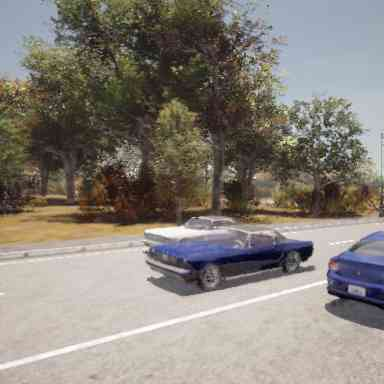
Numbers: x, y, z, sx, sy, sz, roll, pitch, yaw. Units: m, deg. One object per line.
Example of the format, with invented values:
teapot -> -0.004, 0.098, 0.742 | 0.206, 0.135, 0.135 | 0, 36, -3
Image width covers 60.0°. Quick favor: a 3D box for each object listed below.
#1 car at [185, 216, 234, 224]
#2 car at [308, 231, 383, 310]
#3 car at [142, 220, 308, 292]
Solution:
car -> 0.485, 1.626, 12.934 | 4.718, 1.301, 1.895 | 0, 0, -35
car -> 4.744, 1.552, 7.129 | 4.674, 1.442, 1.812 | 0, 0, -35
car -> 1.168, 1.621, 9.122 | 4.718, 1.301, 1.895 | 0, 0, -35
